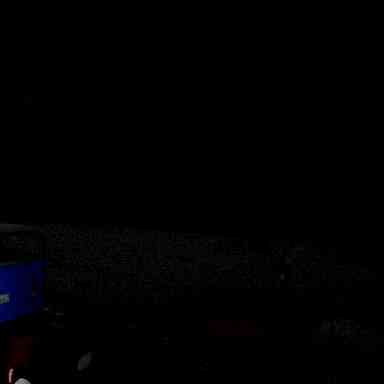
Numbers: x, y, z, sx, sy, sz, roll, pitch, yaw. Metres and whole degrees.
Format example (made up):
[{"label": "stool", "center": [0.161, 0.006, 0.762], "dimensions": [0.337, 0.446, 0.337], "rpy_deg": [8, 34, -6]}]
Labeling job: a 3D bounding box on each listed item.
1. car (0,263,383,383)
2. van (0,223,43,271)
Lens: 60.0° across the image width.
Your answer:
[{"label": "car", "center": [0.155, 1.559, 2.854], "dimensions": [4.507, 1.381, 1.887], "rpy_deg": [-1, -1, 35]}, {"label": "van", "center": [-4.415, 1.415, 6.108], "dimensions": [3.998, 1.788, 1.690], "rpy_deg": [-1, -1, 35]}]
